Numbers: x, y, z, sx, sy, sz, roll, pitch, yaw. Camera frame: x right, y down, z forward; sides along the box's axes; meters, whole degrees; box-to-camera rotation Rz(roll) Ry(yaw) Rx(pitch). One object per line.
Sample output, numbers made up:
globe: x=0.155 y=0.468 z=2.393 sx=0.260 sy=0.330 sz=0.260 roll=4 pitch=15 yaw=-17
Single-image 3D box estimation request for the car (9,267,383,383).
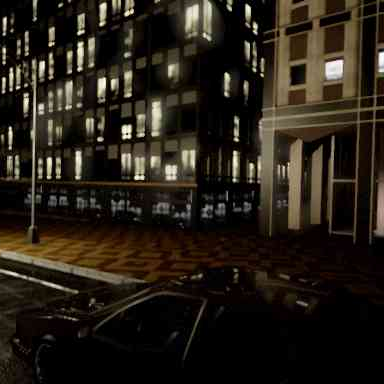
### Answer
car: x=0.336 y=1.542 z=3.322 sx=5.357 sy=1.411 sz=2.033 roll=0 pitch=0 yaw=35
